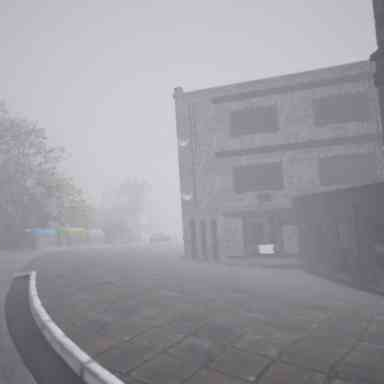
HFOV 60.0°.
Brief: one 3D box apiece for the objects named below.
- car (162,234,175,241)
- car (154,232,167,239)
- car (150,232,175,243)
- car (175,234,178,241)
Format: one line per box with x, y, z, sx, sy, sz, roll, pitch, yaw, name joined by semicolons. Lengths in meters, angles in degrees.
-5.156;9.816;72.296;1.994;1.385;4.181;-3;-6;-16;car
-7.778;10.683;81.733;1.882;1.535;5.008;-2;-5;-18;car
-4.381;6.290;45.960;2.128;1.511;4.902;-5;-8;9;car
-3.632;8.471;61.200;1.895;1.301;4.718;-4;-7;-2;car
